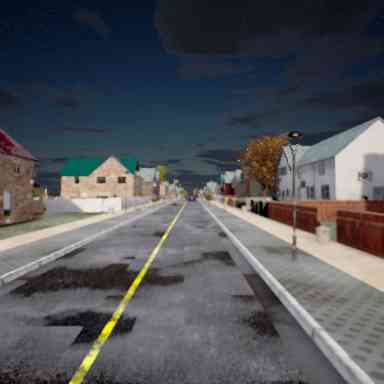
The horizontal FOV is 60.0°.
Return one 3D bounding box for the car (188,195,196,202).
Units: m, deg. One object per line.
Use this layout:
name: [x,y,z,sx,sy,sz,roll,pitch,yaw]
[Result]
car: [0.012,1.612,82.825,2.097,1.767,4.553,0,0,0]
